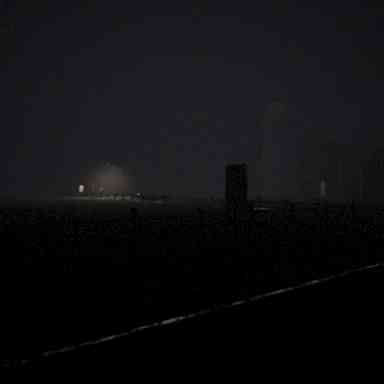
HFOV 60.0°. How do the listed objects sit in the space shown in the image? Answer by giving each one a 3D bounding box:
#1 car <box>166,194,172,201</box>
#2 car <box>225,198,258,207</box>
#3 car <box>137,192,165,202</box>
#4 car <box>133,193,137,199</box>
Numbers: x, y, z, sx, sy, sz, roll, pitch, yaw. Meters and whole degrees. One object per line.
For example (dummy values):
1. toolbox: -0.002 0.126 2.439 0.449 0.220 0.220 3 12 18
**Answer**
1. car: -5.655 0.920 61.537 1.895 1.301 4.718 -1 1 -36
2. car: 5.988 1.150 40.520 1.994 1.385 4.181 -1 1 -36
3. car: -7.286 0.844 58.995 1.882 1.535 5.008 -1 1 -35
4. car: -10.528 0.704 68.257 1.837 1.490 4.892 -1 1 -36
